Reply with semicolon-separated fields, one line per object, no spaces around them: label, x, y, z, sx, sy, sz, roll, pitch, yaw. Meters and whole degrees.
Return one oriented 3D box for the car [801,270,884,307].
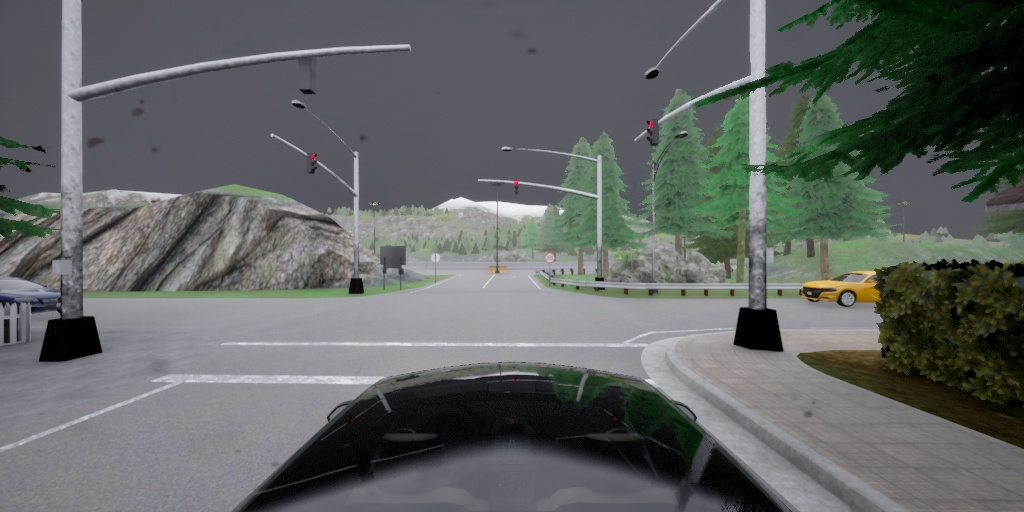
car;15.954;1.416;16.204;5.008;1.535;1.882;0;0;0

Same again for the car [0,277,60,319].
car;-18.279;1.465;12.689;4.674;1.442;1.812;0;0;0
